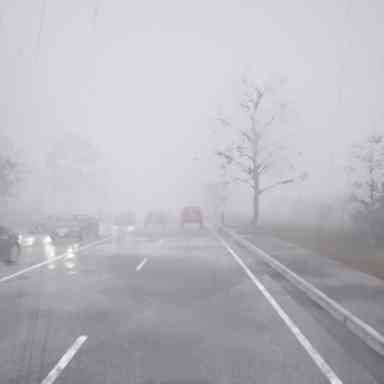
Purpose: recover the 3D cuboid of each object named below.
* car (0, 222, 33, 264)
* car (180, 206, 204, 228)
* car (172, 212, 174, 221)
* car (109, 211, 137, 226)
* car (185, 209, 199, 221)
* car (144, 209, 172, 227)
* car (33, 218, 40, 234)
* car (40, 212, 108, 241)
[{"bbox_3d":[-7.089,1.726,10.226,1.837,1.490,4.892,0,-2,0],"label":"car"},{"bbox_3d":[0.002,2.371,32.731,2.150,2.045,5.566,0,-2,0],"label":"car"},{"bbox_3d":[-3.471,3.262,46.040,2.033,1.411,5.357,0,-2,0],"label":"car"},{"bbox_3d":[-7.015,2.769,35.395,1.837,1.490,4.892,0,-3,0],"label":"car"},{"bbox_3d":[0.036,3.218,46.643,1.882,1.535,5.008,0,-2,1],"label":"car"},{"bbox_3d":[-3.493,2.535,33.554,2.097,1.767,4.553,0,-3,0],"label":"car"},{"bbox_3d":[-10.582,2.387,25.101,1.994,1.385,4.181,0,-2,0],"label":"car"},{"bbox_3d":[-7.081,2.123,20.596,2.128,1.511,4.902,0,-2,0],"label":"car"}]
